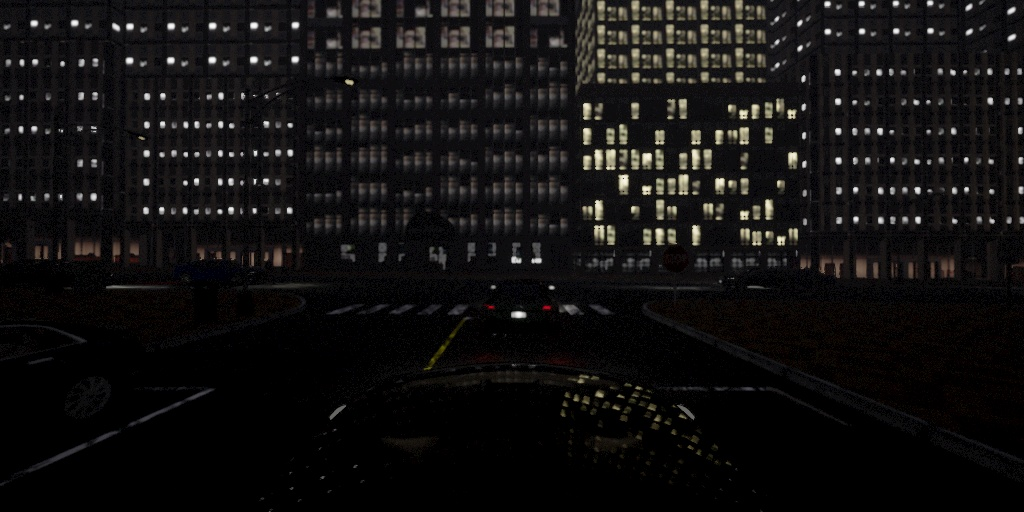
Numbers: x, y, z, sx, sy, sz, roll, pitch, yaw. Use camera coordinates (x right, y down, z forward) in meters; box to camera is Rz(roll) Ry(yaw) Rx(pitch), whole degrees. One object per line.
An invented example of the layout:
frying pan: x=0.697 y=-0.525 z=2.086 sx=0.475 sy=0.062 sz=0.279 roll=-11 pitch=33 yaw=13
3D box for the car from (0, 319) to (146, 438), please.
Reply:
car: x=-5.819 y=1.301 z=3.001 sx=2.007 sy=1.370 sz=4.403 roll=0 pitch=0 yaw=0

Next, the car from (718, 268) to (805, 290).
car: x=17.153 y=1.572 z=25.241 sx=4.902 sy=1.511 sz=2.128 roll=1 pitch=-1 yaw=1

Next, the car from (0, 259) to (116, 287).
car: x=-24.541 y=0.884 z=19.058 sx=5.357 sy=1.411 sz=2.033 roll=1 pitch=-1 yaw=1

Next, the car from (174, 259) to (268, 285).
car: x=-17.939 y=0.955 z=22.228 sx=5.008 sy=1.535 sz=1.882 roll=1 pitch=-1 yaw=1

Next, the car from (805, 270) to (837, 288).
car: x=22.449 y=1.747 z=28.425 sx=5.357 sy=1.411 sz=2.033 roll=1 pitch=-1 yaw=1

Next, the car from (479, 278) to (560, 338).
car: x=0.285 y=1.318 z=10.208 sx=1.994 sy=1.385 sz=4.181 roll=0 pitch=0 yaw=4
